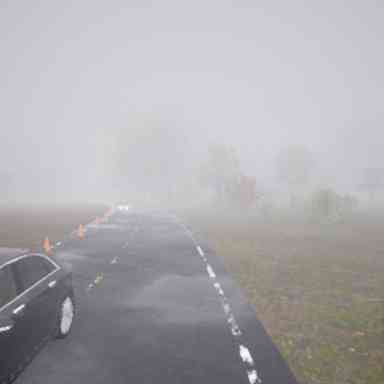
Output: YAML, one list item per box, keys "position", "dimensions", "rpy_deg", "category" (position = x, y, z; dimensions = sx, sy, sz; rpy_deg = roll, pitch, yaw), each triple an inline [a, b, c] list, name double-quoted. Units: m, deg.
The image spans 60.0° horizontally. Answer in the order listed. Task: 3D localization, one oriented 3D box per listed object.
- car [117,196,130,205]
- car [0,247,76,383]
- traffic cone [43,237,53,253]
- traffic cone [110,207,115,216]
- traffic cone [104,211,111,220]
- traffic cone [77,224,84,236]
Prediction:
- position: [-11.952, 1.530, 57.680]
  dimensions: [2.128, 1.511, 4.902]
  rpy_deg: [0, 0, -18]
  category: "car"
- position: [-2.799, 1.512, 3.739]
  dimensions: [1.837, 1.490, 4.892]
  rpy_deg: [0, 0, -2]
  category: "car"
- position: [-5.356, 1.970, 12.274]
  dimensions: [0.340, 0.580, 0.340]
  rpy_deg: [0, 0, -4]
  category: "traffic cone"
- position: [-7.767, 1.982, 31.838]
  dimensions: [0.340, 0.580, 0.340]
  rpy_deg: [0, 0, -10]
  category: "traffic cone"
- position: [-6.975, 1.979, 26.972]
  dimensions: [0.340, 0.580, 0.340]
  rpy_deg: [0, 0, -9]
  category: "traffic cone"
- position: [-5.769, 1.973, 17.187]
  dimensions: [0.340, 0.580, 0.340]
  rpy_deg: [0, 0, -6]
  category: "traffic cone"
